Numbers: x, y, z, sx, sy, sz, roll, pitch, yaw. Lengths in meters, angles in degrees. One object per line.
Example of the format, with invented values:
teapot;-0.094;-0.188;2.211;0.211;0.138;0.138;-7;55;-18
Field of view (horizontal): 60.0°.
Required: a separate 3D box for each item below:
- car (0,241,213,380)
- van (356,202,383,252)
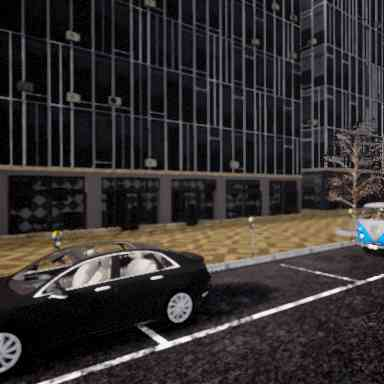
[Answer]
car;-1.678;1.541;5.363;4.403;1.369;2.008;-1;0;-36
van;7.573;1.237;11.995;3.998;1.788;1.690;-1;0;-36
